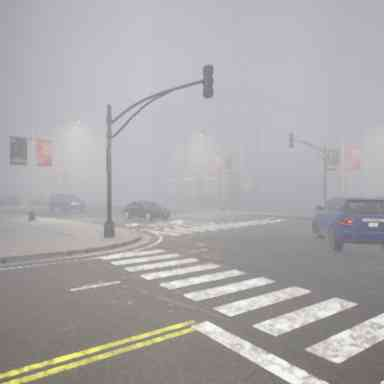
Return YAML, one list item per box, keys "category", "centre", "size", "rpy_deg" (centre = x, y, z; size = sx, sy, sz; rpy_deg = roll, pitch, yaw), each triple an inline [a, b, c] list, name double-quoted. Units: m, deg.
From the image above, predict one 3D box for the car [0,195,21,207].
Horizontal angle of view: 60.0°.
- category: "car"
  centre: [-27.894, 1.300, 50.968]
  size: [2.097, 1.767, 4.553]
  rpy_deg: [0, 0, -45]

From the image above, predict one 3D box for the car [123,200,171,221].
- category: "car"
  centre: [-3.692, 1.457, 26.680]
  size: [1.837, 1.490, 4.892]
  rpy_deg: [0, 0, -44]

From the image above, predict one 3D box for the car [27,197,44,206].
- category: "car"
  centre: [-24.109, 1.509, 51.928]
  size: [4.181, 1.385, 1.994]
  rpy_deg: [0, 0, 45]

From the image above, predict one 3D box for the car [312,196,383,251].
- category: "car"
  centre: [6.615, 1.184, 13.873]
  size: [2.150, 2.045, 5.566]
  rpy_deg: [0, 0, 10]

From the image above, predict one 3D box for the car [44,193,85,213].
- category: "car"
  centre: [-14.023, 1.171, 36.989]
  size: [5.566, 2.045, 2.150]
  rpy_deg: [1, 1, 45]
